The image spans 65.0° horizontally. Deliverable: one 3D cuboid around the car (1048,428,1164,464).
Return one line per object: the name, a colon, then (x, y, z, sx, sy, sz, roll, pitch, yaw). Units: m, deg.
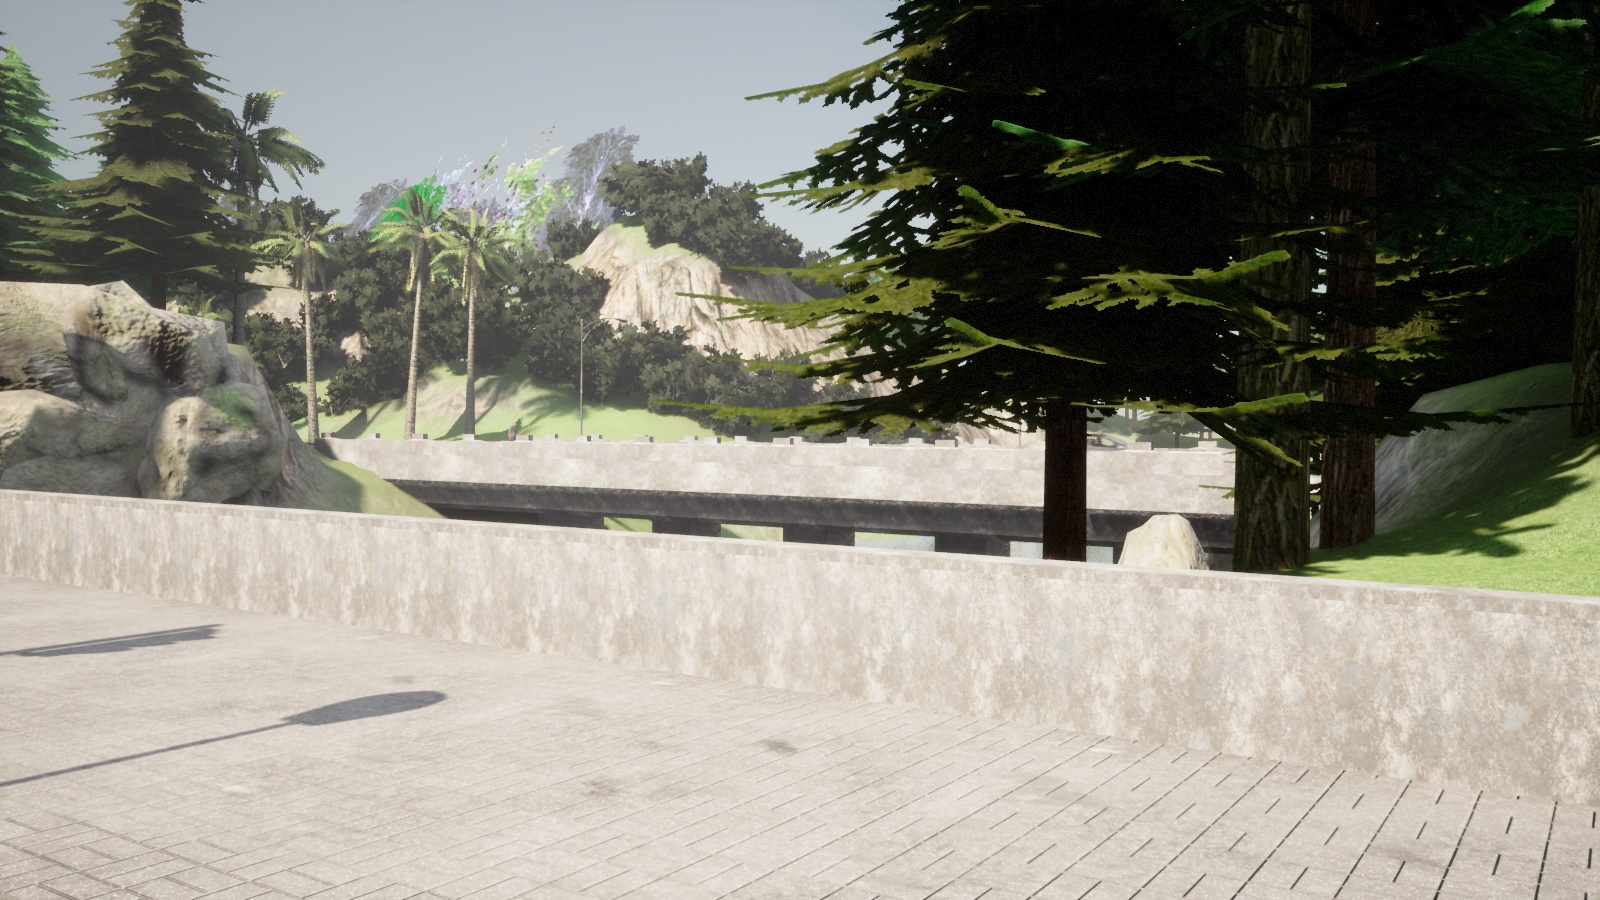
car: (13.335, -0.191, 54.819, 4.514, 1.525, 2.007, 0, 1, 34)
